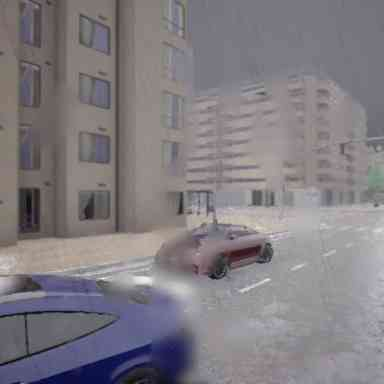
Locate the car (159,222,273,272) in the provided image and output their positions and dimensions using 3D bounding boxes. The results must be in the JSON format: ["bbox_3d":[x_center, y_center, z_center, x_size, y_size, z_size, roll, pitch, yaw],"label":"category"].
[{"bbox_3d":[0.832,1.680,10.448,1.994,1.385,4.181,-1,-1,41],"label":"car"}]

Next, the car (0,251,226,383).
[{"bbox_3d":[-2.045,1.560,2.829,4.674,1.442,1.812,0,-1,-39],"label":"car"}]
